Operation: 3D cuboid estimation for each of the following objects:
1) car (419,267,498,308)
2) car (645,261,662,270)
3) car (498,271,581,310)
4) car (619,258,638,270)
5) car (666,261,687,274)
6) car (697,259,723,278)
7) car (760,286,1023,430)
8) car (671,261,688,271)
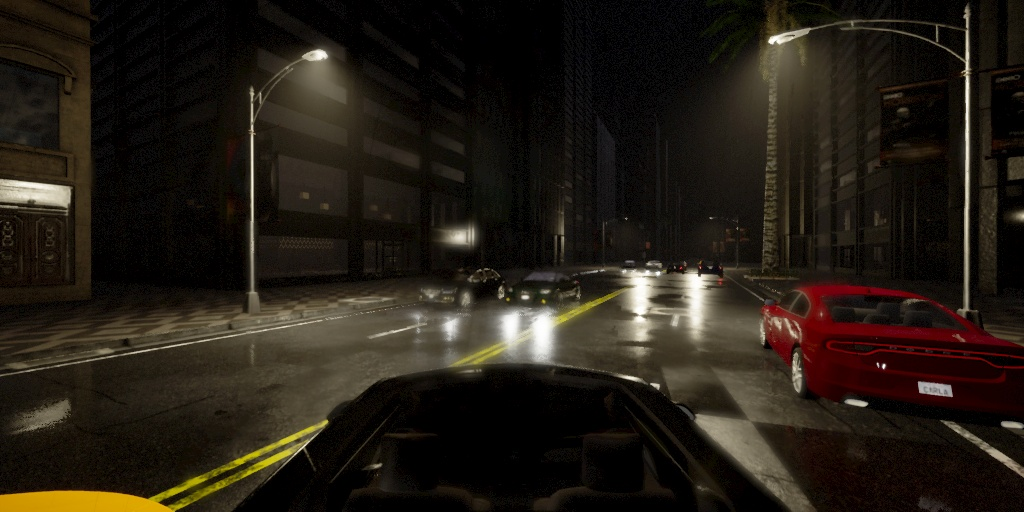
[{"bbox_3d":[-1.904,1.256,15.507,1.837,1.490,4.892,0,0,27],"label":"car"},{"bbox_3d":[20.463,1.380,51.825,1.895,1.301,4.718,0,0,27],"label":"car"},{"bbox_3d":[1.401,1.315,14.825,1.994,1.385,4.181,0,0,27],"label":"car"},{"bbox_3d":[17.496,1.343,53.158,1.994,1.385,4.181,0,0,27],"label":"car"},{"bbox_3d":[18.662,1.317,40.809,2.033,1.411,5.357,0,0,27],"label":"car"},{"bbox_3d":[19.301,1.117,34.987,2.097,1.767,4.553,0,0,27],"label":"car"},{"bbox_3d":[5.516,1.228,5.915,1.882,1.535,5.008,0,0,27],"label":"car"},{"bbox_3d":[23.553,1.380,50.306,1.895,1.301,4.718,0,0,27],"label":"car"}]
